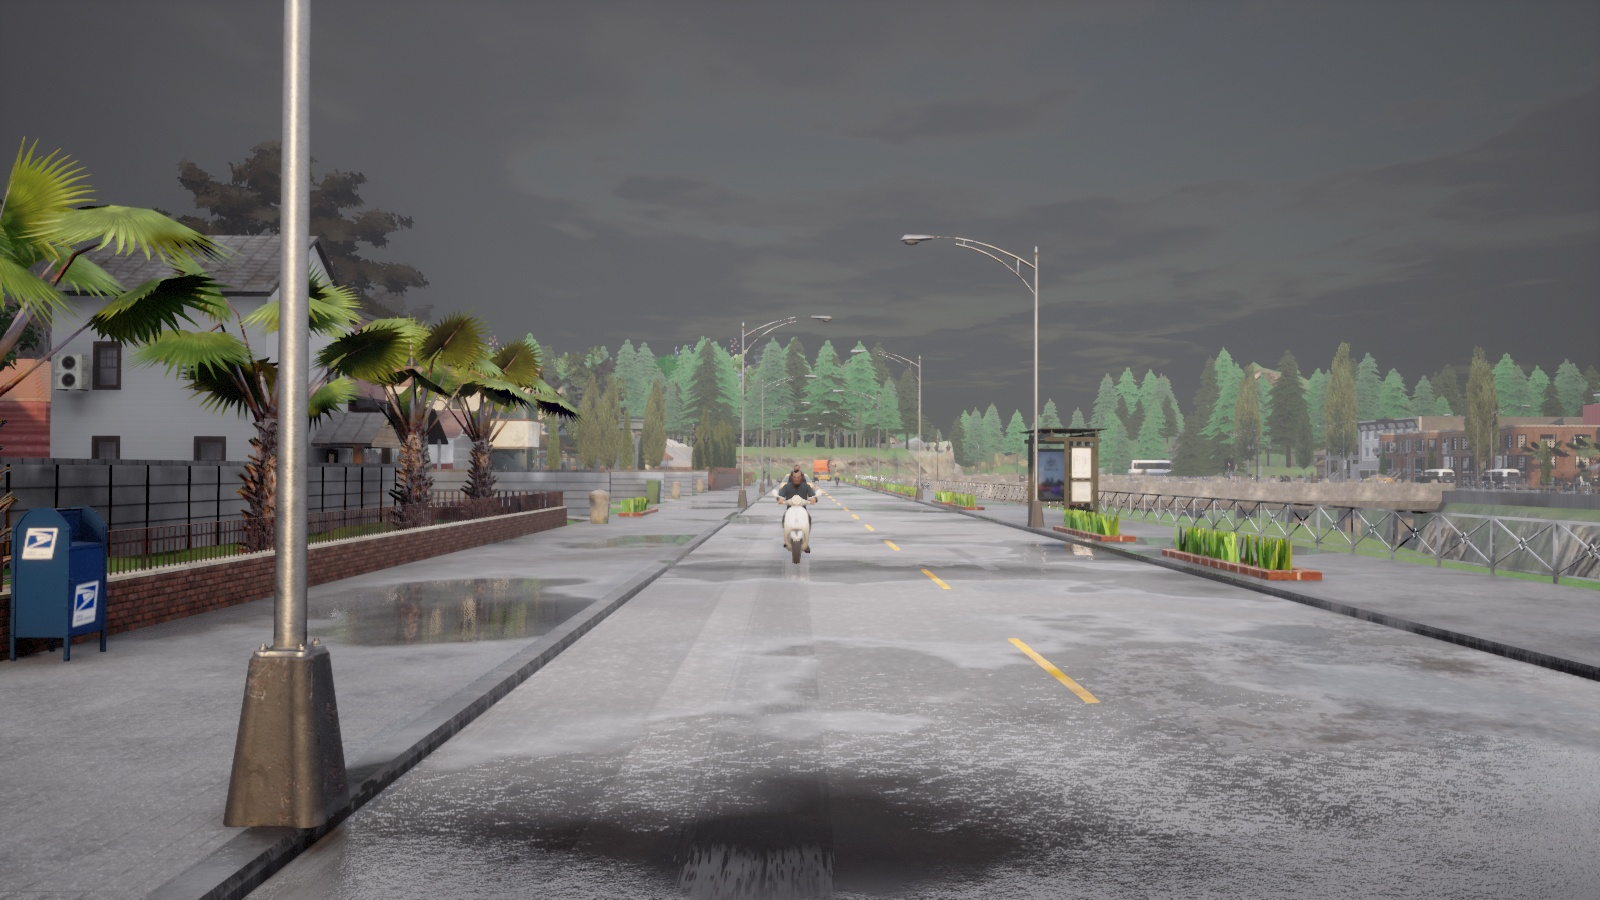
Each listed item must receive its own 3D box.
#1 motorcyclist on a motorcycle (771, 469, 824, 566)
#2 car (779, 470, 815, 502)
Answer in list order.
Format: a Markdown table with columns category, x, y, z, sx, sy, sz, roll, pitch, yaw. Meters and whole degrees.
| category | x | y | z | sx | sy | sz | roll | pitch | yaw |
| --- | --- | --- | --- | --- | --- | --- | --- | --- | --- |
| motorcyclist on a motorcycle | -0.049 | 1.130 | 21.610 | 0.866 | 1.590 | 1.817 | 0 | -1 | 0 |
| car | -0.148 | 1.844 | 65.094 | 1.801 | 1.575 | 5.366 | 0 | -1 | 0 |
